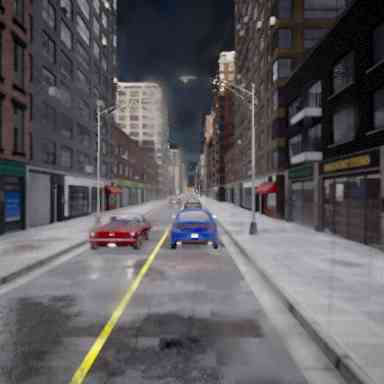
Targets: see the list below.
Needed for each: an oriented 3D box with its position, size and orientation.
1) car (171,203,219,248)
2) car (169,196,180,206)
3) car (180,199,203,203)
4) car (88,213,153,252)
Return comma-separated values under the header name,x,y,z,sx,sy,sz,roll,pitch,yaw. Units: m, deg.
name,x,y,z,sx,sy,sz,roll,pitch,yaw
car,0.099,1.473,14.811,1.882,1.535,5.008,0,0,0
car,-2.819,1.495,55.382,2.128,1.511,4.902,0,0,0
car,0.096,1.486,35.658,2.128,1.511,4.902,0,0,0
car,-2.852,1.596,14.094,1.895,1.301,4.718,0,0,0
